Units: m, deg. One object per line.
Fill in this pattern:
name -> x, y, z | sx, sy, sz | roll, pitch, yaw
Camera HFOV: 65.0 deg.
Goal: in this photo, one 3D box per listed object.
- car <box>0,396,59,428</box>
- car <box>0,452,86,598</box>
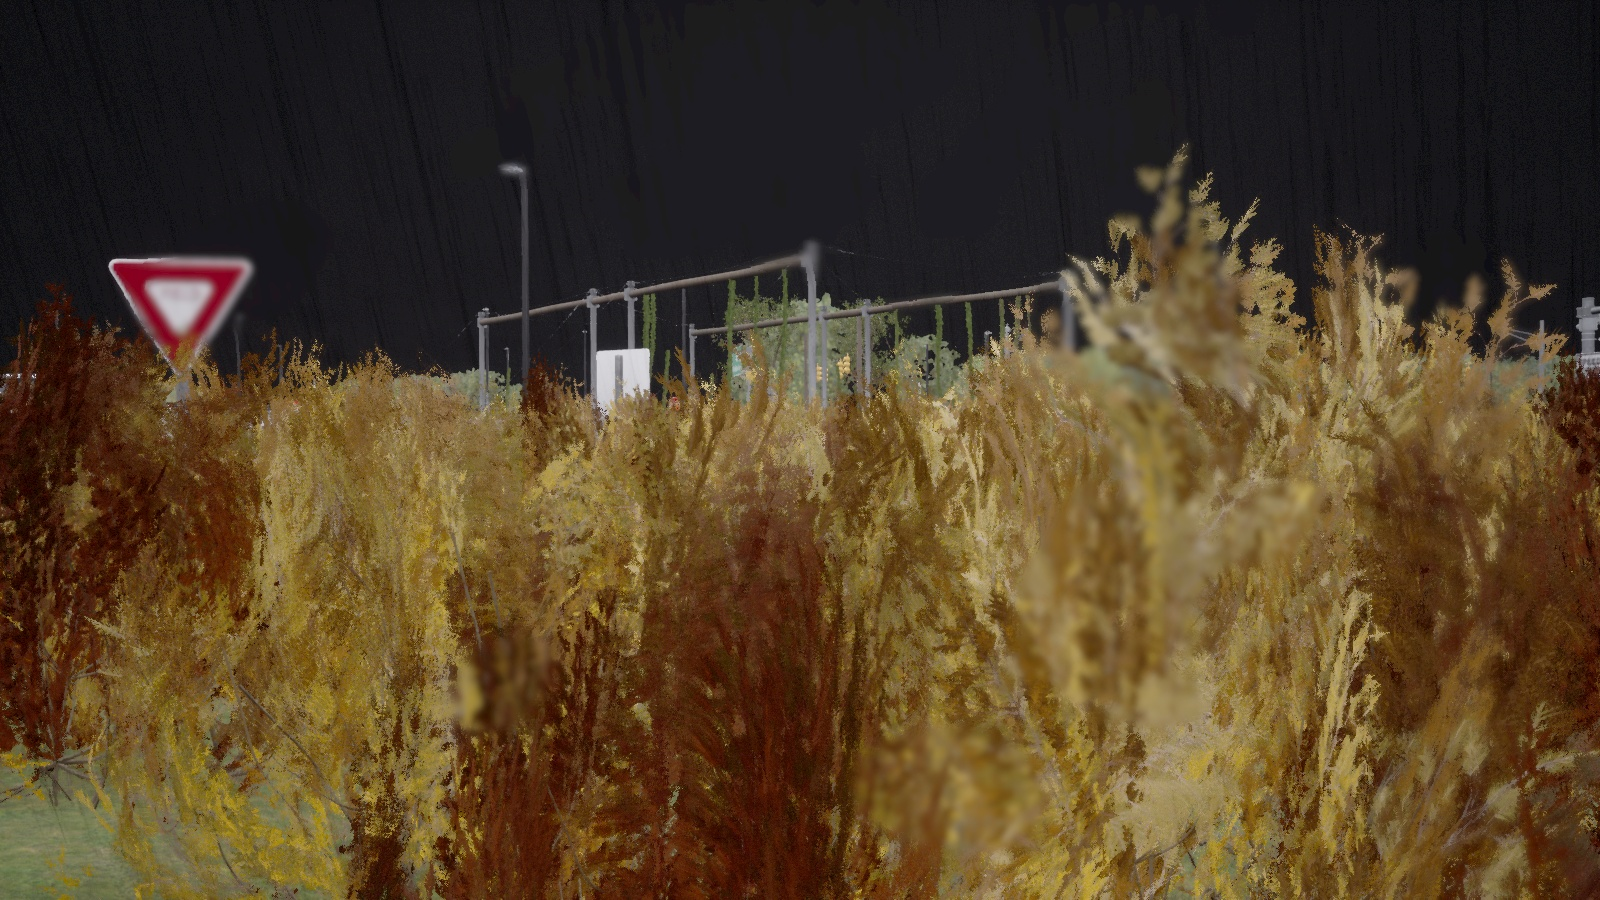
car -> -47.670, -2.309, 75.800 | 4.553, 1.767, 2.097 | 3, 0, -9
car -> -10.417, 0.753, 13.385 | 4.674, 1.442, 1.812 | 0, 2, 6
